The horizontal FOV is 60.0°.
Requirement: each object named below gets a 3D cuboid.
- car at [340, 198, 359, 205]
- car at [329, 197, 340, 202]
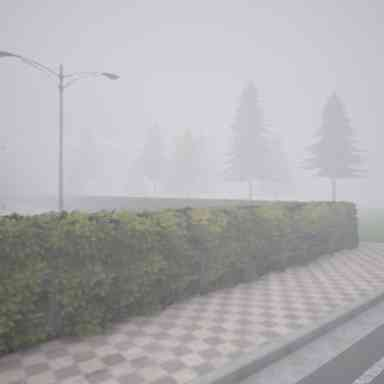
[{"bbox_3d":[32.509,1.860,68.076,1.994,1.385,4.181,0,0,7],"label":"car"},{"bbox_3d":[33.667,1.875,77.983,1.895,1.301,4.718,0,0,7],"label":"car"}]
